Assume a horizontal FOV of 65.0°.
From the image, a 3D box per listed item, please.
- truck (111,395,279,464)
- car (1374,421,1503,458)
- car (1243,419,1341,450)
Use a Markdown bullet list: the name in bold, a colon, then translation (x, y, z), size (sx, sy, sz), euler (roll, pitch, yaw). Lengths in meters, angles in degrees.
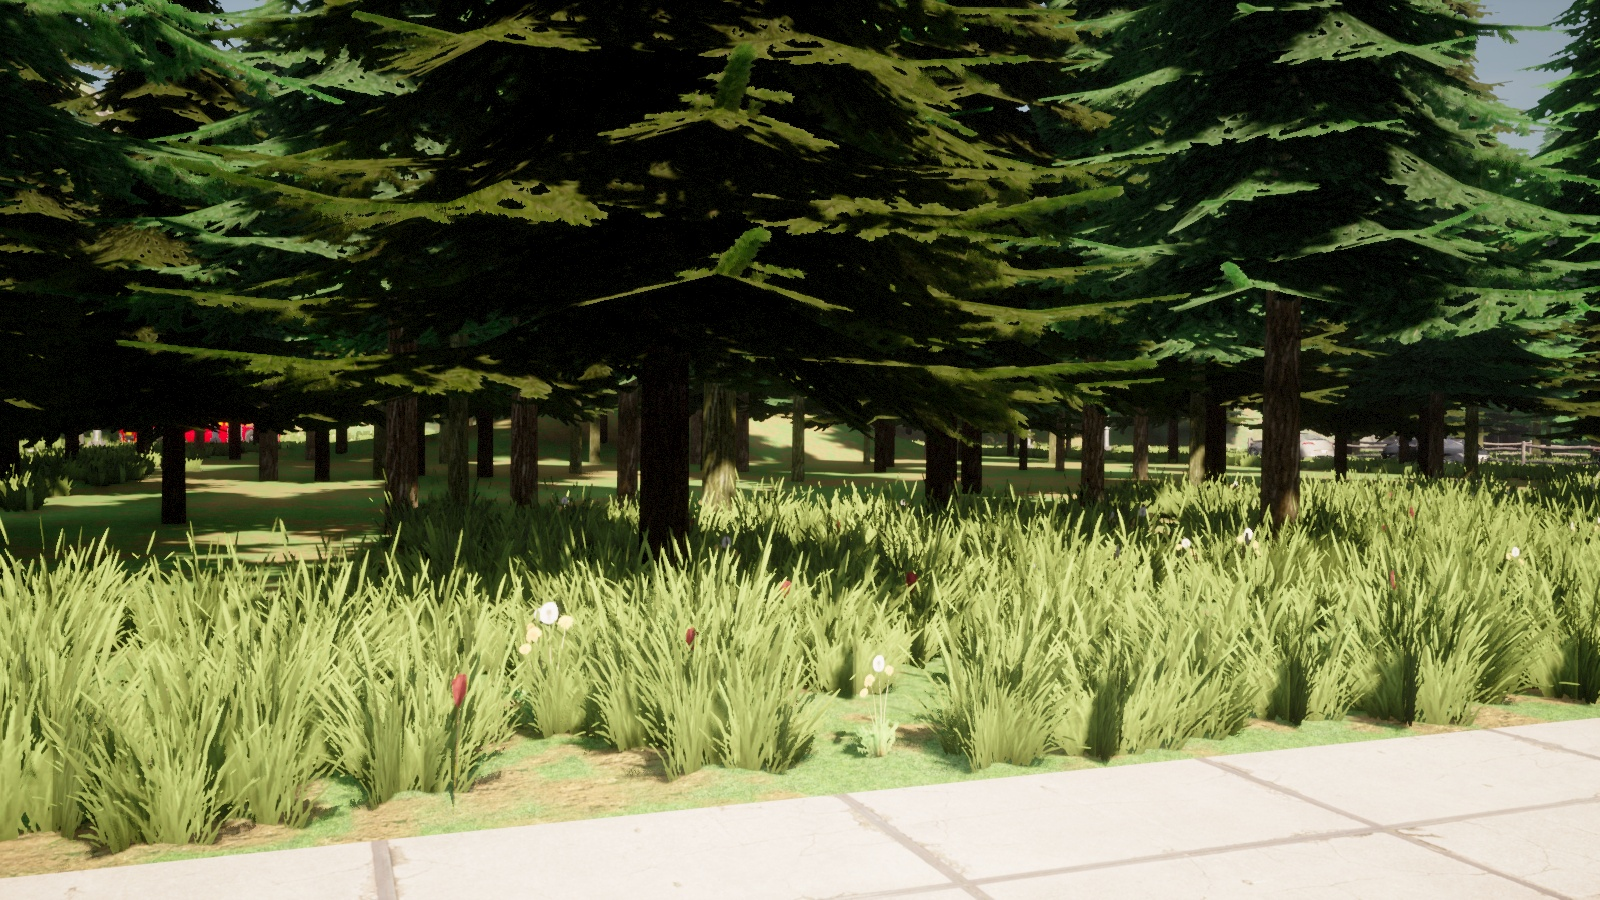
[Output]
- **truck**: translation (-35.417, -1.213, 73.895), size (2.891, 3.827, 8.468), euler (0, 1, 37)
- **car**: translation (27.852, -0.467, 54.954), size (2.128, 1.511, 4.902), euler (-1, 1, -20)
- **car**: translation (26.747, -0.852, 68.436), size (2.152, 1.651, 5.027), euler (-1, 1, -20)
